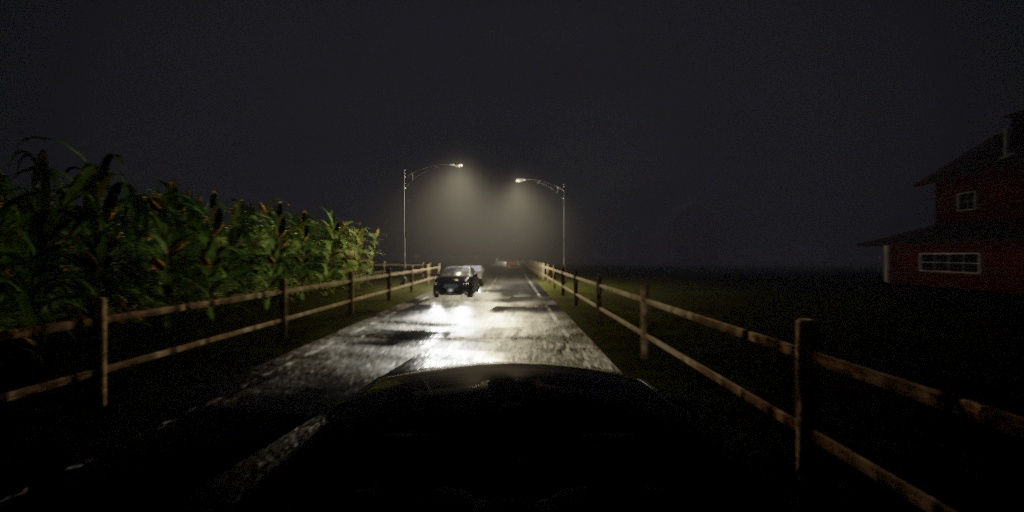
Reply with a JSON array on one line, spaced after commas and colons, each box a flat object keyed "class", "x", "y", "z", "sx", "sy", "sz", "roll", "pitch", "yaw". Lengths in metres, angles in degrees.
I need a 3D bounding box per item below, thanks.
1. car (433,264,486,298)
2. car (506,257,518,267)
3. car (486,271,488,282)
[{"class": "car", "x": -2.750, "y": 1.262, "z": 18.496, "sx": 2.128, "sy": 1.511, "sz": 4.902, "roll": 0, "pitch": 0, "yaw": 0}, {"class": "car", "x": -0.001, "y": 1.179, "z": 63.189, "sx": 1.882, "sy": 1.535, "sz": 5.008, "roll": 0, "pitch": 0, "yaw": 0}, {"class": "car", "x": -2.752, "y": 1.283, "z": 25.524, "sx": 2.033, "sy": 1.411, "sz": 5.357, "roll": 0, "pitch": 0, "yaw": 0}]
